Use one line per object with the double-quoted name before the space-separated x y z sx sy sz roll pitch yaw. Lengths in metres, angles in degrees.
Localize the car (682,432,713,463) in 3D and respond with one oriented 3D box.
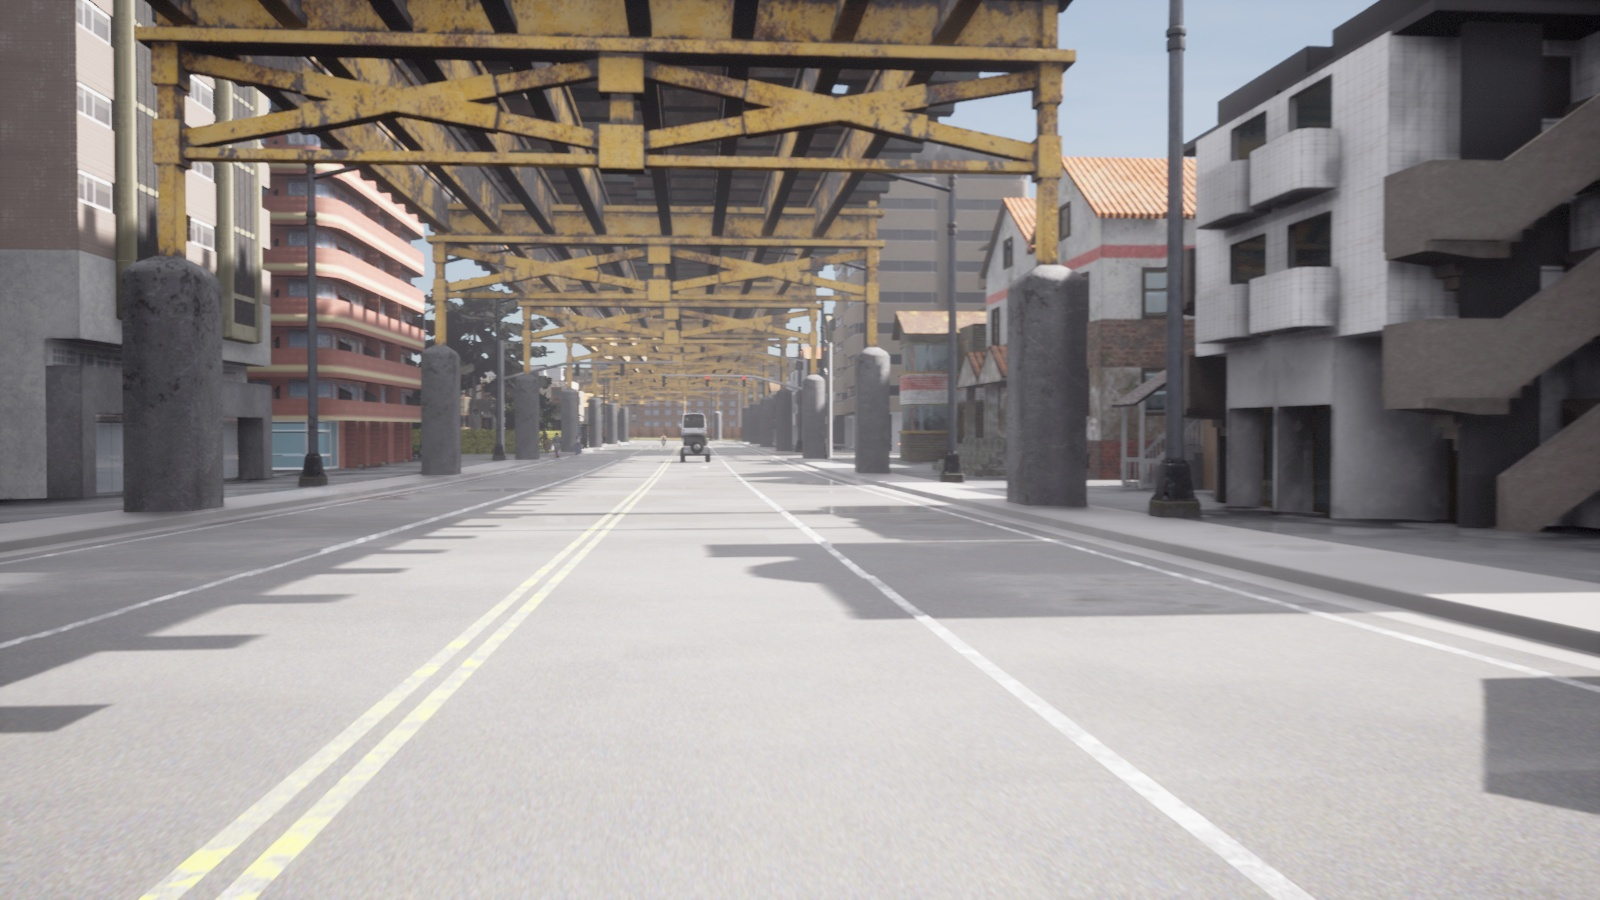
"car" -6.487 -0.196 79.416 1.905 1.878 3.866 0 1 -5
